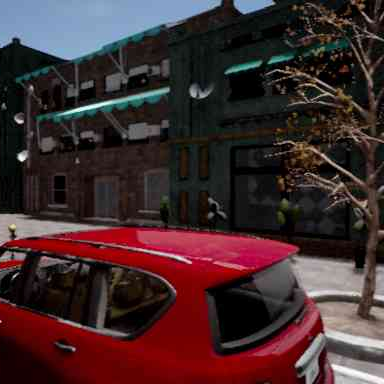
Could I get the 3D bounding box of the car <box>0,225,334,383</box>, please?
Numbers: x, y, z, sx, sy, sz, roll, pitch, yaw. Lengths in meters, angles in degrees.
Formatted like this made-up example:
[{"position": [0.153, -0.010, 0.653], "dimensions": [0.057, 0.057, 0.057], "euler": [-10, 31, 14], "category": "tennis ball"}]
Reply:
[{"position": [-1.122, 1.315, 3.669], "dimensions": [5.009, 1.841, 2.192], "euler": [0, 1, 36], "category": "car"}]
